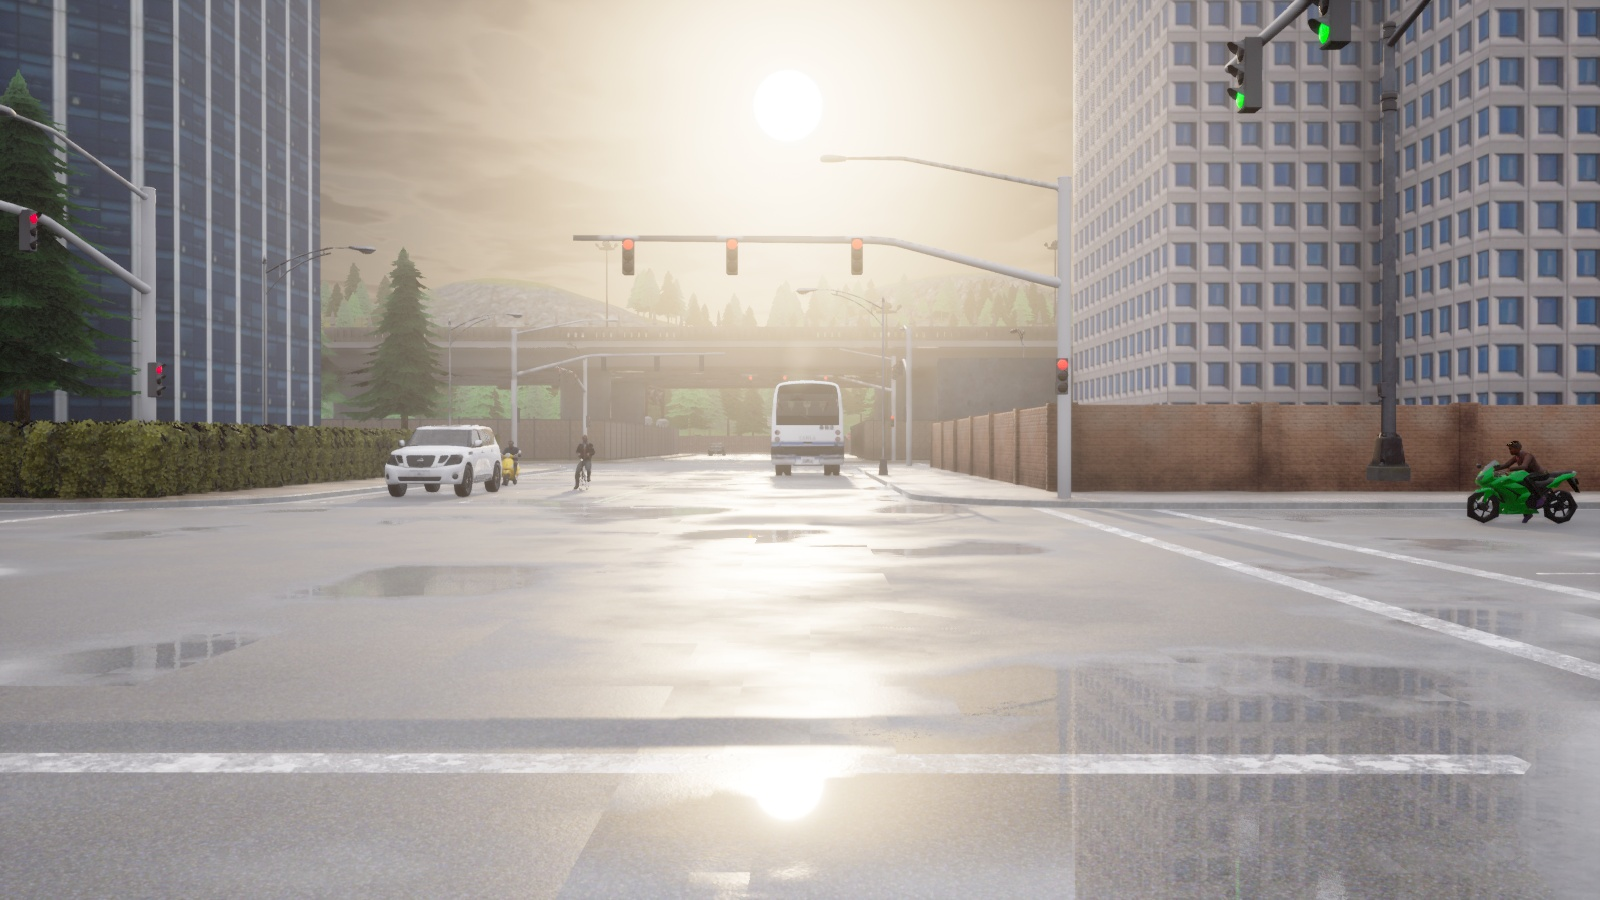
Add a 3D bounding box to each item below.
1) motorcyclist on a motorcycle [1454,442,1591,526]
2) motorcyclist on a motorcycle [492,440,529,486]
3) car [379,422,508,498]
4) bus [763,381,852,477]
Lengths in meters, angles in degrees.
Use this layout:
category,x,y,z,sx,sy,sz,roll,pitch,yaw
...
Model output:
category,x,y,z,sx,sy,sz,roll,pitch,yaw
motorcyclist on a motorcycle,13.195,0.610,22.974,2.044,1.523,0.797,0,0,1
motorcyclist on a motorcycle,-10.227,0.441,44.414,0.866,1.590,1.817,0,0,0
car,-10.274,0.250,36.693,2.150,2.045,5.566,0,0,0
bus,0.368,-0.972,60.677,3.944,4.253,10.273,0,0,0
